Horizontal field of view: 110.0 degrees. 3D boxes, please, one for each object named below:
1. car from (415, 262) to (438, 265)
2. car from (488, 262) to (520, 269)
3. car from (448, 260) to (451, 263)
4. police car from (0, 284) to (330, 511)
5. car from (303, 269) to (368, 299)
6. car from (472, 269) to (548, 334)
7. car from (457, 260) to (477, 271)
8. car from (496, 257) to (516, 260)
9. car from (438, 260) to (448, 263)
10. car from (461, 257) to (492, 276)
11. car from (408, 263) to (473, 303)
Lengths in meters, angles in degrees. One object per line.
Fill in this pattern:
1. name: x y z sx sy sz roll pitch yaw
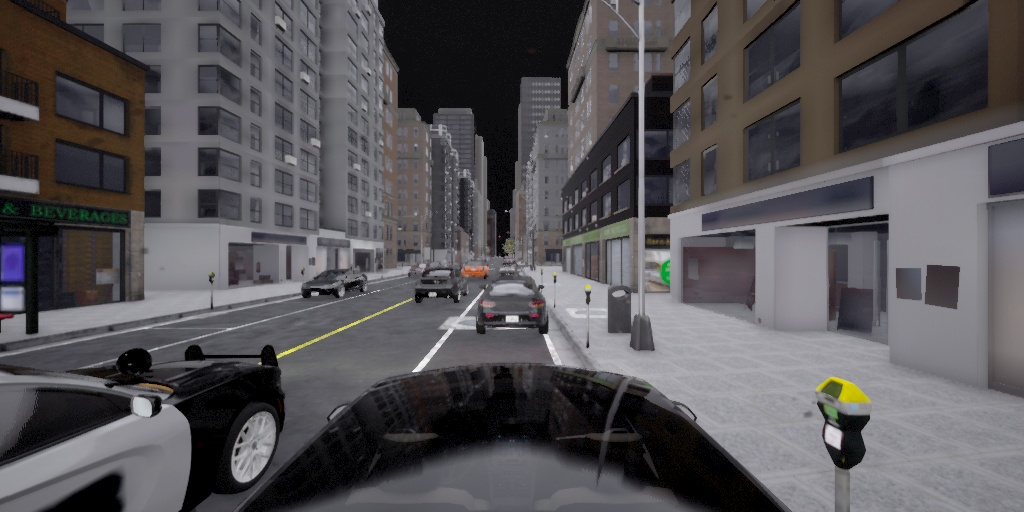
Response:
1. car: -8.814 1.332 34.778 1.802 1.307 4.207 0 0 0
2. car: -0.288 1.300 23.738 2.007 1.370 4.403 0 0 0
3. car: -8.814 1.191 45.828 1.967 1.591 4.097 0 0 0
4. police car: -3.145 1.175 1.610 1.930 1.638 5.238 0 0 0
5. car: -8.813 1.316 18.202 1.948 1.339 4.313 0 0 0
6. car: 0.003 1.275 10.500 1.812 1.442 4.674 0 0 0
7. car: -6.145 1.273 49.625 2.128 1.511 4.902 0 0 0
8. car: -0.288 1.065 40.309 2.192 1.841 5.009 0 0 0
9. car: -8.814 1.316 40.303 1.948 1.339 4.313 0 0 0
10. car: -3.145 1.117 31.595 2.097 1.767 4.553 0 0 0
11. car: -3.145 1.267 16.625 1.837 1.490 4.892 0 0 0
